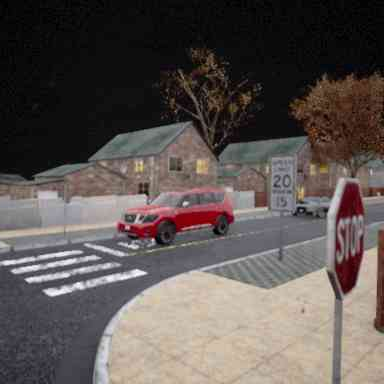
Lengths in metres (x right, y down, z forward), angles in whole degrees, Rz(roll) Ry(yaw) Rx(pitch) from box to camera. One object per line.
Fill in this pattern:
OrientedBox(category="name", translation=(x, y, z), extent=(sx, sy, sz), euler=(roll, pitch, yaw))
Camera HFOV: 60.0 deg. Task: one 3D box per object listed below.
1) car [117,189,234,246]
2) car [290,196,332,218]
OrientedBox(category="car", translation=(-0.459, 0.911, 14.289), extent=(2.150, 2.045, 5.566), euler=(2, 3, 44))
OrientedBox(category="car", translation=(8.547, 0.980, 23.000), extent=(4.181, 1.385, 1.994), euler=(-2, 3, -44))
